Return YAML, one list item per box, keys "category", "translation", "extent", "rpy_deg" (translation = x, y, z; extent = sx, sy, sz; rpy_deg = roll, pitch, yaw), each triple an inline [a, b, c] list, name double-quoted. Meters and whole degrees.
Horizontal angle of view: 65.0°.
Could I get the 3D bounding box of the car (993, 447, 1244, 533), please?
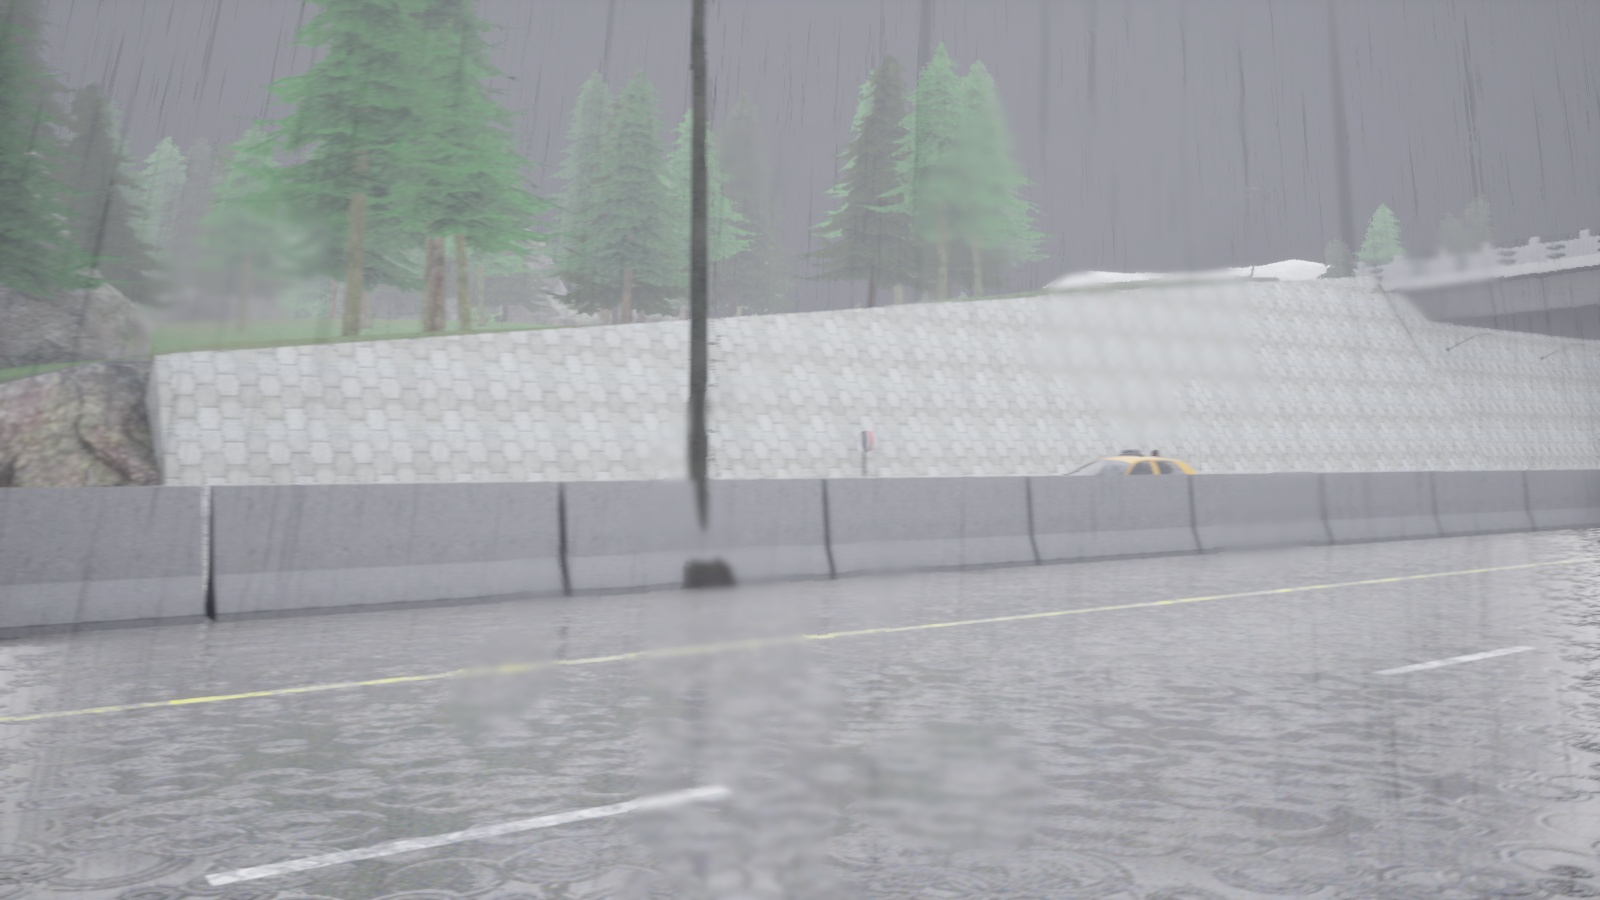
- category: "car"
  translation: [6.471, 0.733, 25.221]
  extent: [5.366, 1.575, 1.801]
  rpy_deg: [0, 0, -35]
